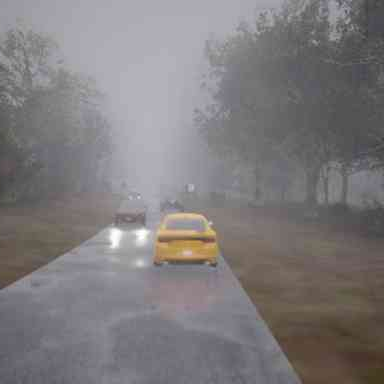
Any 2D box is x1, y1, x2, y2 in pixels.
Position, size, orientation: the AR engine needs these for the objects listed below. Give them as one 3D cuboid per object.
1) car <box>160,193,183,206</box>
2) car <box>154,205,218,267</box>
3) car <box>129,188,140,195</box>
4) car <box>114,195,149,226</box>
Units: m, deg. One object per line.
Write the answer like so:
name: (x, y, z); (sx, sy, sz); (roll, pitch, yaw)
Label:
car: (-2.027, 0.872, 32.116); (2.097, 1.767, 4.553); (2, 2, -7)
car: (-0.249, 1.483, 11.570); (1.882, 1.535, 5.008); (1, 1, -3)
car: (-10.903, 0.065, 63.321); (1.812, 1.442, 4.674); (2, 1, -14)
car: (-3.877, 1.228, 21.833); (1.882, 1.535, 5.008); (2, 1, -5)
